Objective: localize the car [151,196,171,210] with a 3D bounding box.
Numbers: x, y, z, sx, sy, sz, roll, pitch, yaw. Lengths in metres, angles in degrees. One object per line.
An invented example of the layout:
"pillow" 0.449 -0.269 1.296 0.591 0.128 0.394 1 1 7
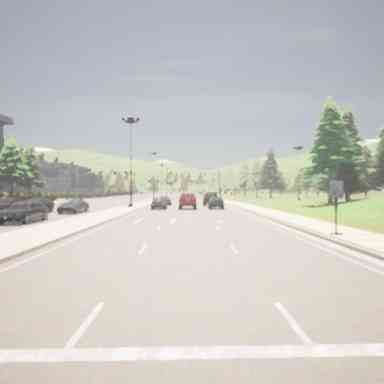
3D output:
"car" -4.017 1.406 41.070 2.033 1.411 5.357 0 0 -1

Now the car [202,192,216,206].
"car" 2.836 1.042 51.833 2.150 2.045 5.566 0 0 -1

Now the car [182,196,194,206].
"car" -0.663 1.326 51.763 1.837 1.490 4.892 0 0 -1

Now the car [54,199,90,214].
"car" -11.946 1.432 33.879 2.033 1.411 5.357 0 0 0

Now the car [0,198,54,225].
"car" -11.863 1.425 23.583 1.837 1.490 4.892 0 0 -1

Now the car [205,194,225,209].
"car" 2.976 1.361 41.602 1.837 1.490 4.892 0 0 -1

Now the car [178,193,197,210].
"car" -0.518 1.079 41.183 2.150 2.045 5.566 0 0 -1
